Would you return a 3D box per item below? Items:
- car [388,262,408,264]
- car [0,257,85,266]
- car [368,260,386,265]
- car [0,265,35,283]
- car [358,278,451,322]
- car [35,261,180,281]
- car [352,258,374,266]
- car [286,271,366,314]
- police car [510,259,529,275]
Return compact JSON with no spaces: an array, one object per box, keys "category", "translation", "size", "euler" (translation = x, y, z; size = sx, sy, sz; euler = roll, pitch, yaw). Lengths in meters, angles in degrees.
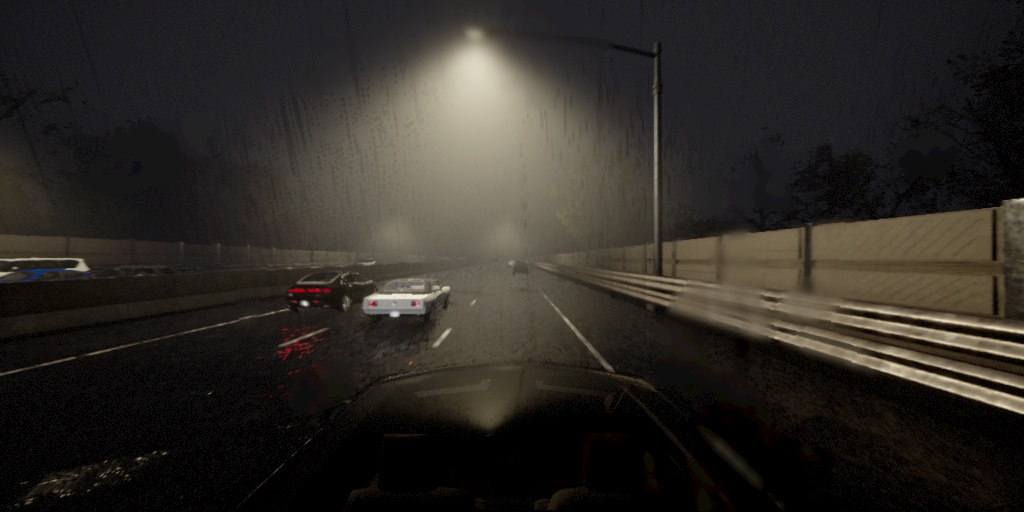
[{"category":"car","translation":[-17.515,1.680,56.927],"size":[1.812,1.442,4.674],"euler":[0,0,1]},{"category":"car","translation":[-24.589,1.086,17.730],"size":[2.150,2.045,5.566],"euler":[0,0,0]},{"category":"car","translation":[-21.000,1.767,58.115],"size":[1.895,1.301,4.718],"euler":[0,0,0]},{"category":"car","translation":[-21.090,1.330,15.931],"size":[1.882,1.535,5.008],"euler":[0,0,0]},{"category":"car","translation":[-3.396,1.429,12.631],"size":[1.895,1.301,4.718],"euler":[0,0,0]},{"category":"car","translation":[-17.590,1.208,16.371],"size":[2.097,1.767,4.553],"euler":[0,0,0]},{"category":"car","translation":[-24.493,1.398,59.632],"size":[2.150,2.045,5.566],"euler":[0,0,0]},{"category":"car","translation":[-6.896,1.346,14.360],"size":[1.837,1.490,4.892],"euler":[0,0,0]},{"category":"police car","translation":[1.062,1.490,44.928],"size":[1.930,1.638,5.238],"euler":[0,0,0]}]
